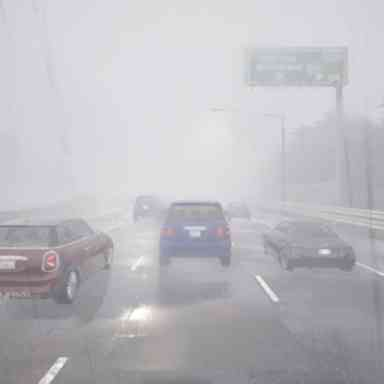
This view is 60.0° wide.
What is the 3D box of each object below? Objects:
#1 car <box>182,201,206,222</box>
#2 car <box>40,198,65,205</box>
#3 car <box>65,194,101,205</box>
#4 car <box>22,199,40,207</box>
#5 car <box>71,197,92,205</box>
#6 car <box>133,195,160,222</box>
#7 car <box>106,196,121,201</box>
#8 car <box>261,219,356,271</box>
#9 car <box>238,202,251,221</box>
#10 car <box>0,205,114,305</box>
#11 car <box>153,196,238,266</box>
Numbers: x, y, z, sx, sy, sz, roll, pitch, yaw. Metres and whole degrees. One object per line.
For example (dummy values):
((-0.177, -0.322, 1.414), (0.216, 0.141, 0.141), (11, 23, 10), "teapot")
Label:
((0.184, 1.556, 28.093), (1.837, 1.490, 4.892), (0, 0, 1), "car")
((-17.368, 1.550, 43.371), (1.882, 1.535, 5.008), (0, 0, 1), "car")
((-13.880, 1.293, 42.726), (2.150, 2.045, 5.566), (0, 0, 1), "car")
((-20.845, 1.622, 44.945), (2.033, 1.411, 5.357), (0, 0, 1), "car")
((-20.576, 1.649, 62.148), (2.033, 1.411, 5.357), (0, 0, 1), "car")
((-3.324, 1.270, 26.886), (2.150, 2.045, 5.566), (0, 0, 1), "car")
((-13.665, 1.449, 58.329), (2.097, 1.767, 4.553), (0, 0, 1), "car")
((3.600, 1.590, 10.998), (1.994, 1.385, 4.181), (0, 0, 0), "car")
((3.681, 1.542, 27.777), (2.128, 1.511, 4.902), (0, 0, 1), "car")
((-3.419, 1.373, 8.308), (2.097, 1.767, 4.553), (0, 0, 0), "car")
((0.108, 1.248, 11.773), (2.150, 2.045, 5.566), (0, 0, 0), "car")
